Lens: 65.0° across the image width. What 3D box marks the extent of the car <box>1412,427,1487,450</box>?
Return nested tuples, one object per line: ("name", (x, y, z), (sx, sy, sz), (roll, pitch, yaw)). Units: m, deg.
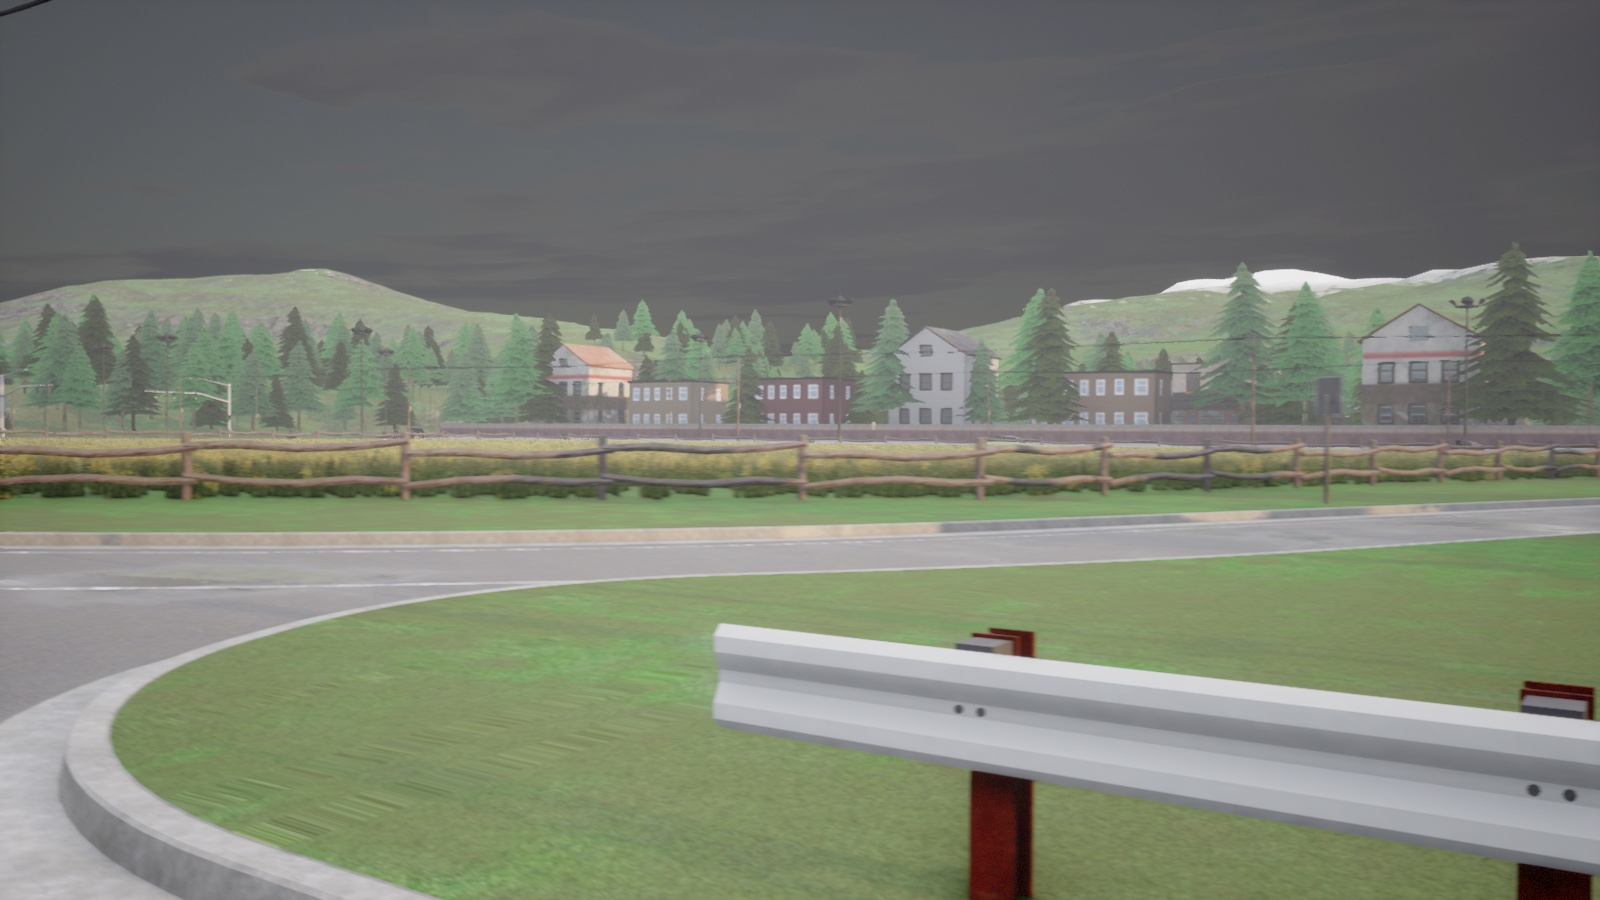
("car", (42.661, -0.751, 82.553), (4.193, 1.474, 1.816), (0, 1, 34))
